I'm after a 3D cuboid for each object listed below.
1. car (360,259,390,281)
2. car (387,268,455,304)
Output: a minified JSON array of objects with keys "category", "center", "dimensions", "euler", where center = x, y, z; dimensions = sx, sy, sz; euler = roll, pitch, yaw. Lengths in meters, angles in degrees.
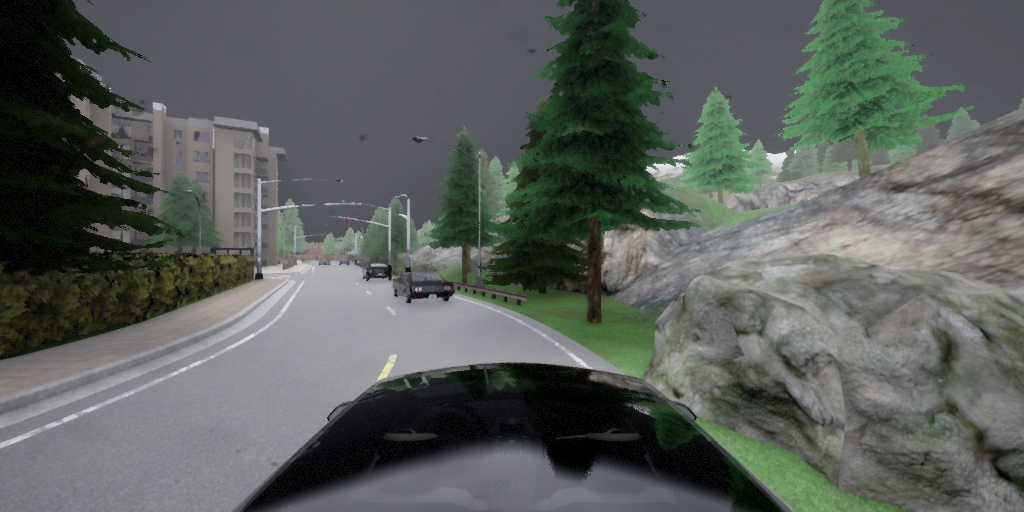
[{"category":"car","center":[-11.292,1.233,29.823],"dimensions":[1.882,1.535,5.008],"euler":[0,0,-28]},{"category":"car","center":[-4.269,1.364,16.603],"dimensions":[1.895,1.301,4.718],"euler":[0,0,-28]}]
